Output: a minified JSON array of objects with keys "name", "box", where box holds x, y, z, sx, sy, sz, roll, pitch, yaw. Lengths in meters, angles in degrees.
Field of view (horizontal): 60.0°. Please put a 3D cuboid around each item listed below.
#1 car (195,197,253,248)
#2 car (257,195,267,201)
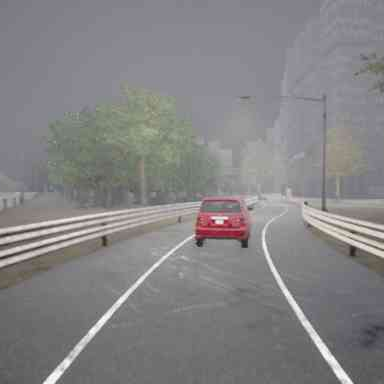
[{"name":"car","box":[1.563,1.228,15.236,2.150,2.045,5.566,0,0,11]},{"name":"car","box":[18.139,1.519,86.472,1.994,1.385,4.181,0,0,1]}]
